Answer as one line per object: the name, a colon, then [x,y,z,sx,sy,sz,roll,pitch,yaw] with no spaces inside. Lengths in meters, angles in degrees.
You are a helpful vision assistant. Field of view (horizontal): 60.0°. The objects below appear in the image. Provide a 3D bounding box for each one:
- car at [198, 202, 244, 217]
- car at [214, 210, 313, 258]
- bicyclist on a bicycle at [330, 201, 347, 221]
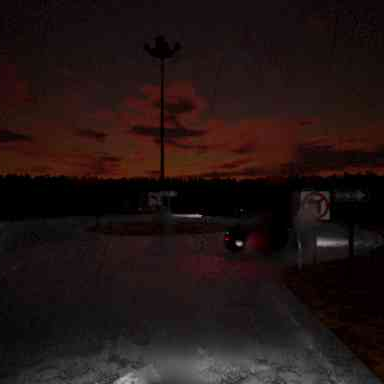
car: [2.631,1.588,30.359,4.181,1.385,1.994,0,0,31]
car: [3.064,1.536,12.863,1.812,1.442,4.674,-1,-1,40]
bicyclist on a bicycle: [11.261,1.468,25.649,1.656,1.620,0.582,-1,0,-17]
